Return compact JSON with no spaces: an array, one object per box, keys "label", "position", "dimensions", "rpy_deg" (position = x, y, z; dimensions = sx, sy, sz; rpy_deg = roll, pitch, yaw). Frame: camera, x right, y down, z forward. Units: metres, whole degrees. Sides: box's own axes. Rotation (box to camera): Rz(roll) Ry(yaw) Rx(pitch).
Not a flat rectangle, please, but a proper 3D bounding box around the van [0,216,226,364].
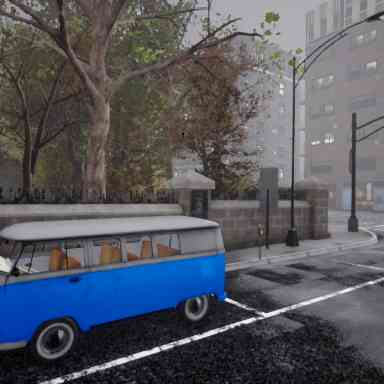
[{"label":"van","position":[-1.280,1.342,5.579],"dimensions":[3.998,1.788,1.690],"rpy_deg":[0,1,-35]}]
